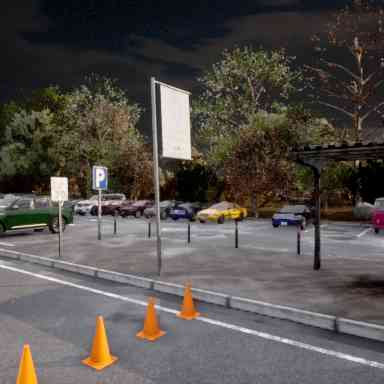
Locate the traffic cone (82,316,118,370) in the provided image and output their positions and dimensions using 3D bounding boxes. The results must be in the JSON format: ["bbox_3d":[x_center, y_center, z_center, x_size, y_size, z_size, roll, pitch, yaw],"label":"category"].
[{"bbox_3d":[-1.221,1.957,4.423,0.340,0.580,0.340,0,0,35],"label":"traffic cone"}]

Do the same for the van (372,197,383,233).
[{"bbox_3d":[11.583,1.264,19.053,1.878,1.987,4.442,0,0,35],"label":"van"}]

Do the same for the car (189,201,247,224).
[{"bbox_3d":[2.325,1.475,25.189,1.946,1.575,5.366,0,0,35],"label":"car"}]

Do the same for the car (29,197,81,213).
[{"bbox_3d":[-15.632,1.444,38.260,1.946,1.575,5.366,0,0,35],"label":"car"}]

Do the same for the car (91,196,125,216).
[{"bbox_3d":[-6.649,1.466,31.728,2.097,1.535,5.008,0,0,35],"label":"car"}]

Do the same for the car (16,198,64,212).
[{"bbox_3d":[-18.023,1.469,39.679,2.163,1.488,4.792,0,0,35],"label":"car"}]

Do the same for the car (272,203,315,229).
[{"bbox_3d":[6.958,1.513,22.125,2.163,1.488,4.792,0,0,35],"label":"car"}]

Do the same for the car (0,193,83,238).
[{"bbox_3d":[-8.934,1.221,17.307,2.435,2.045,5.566,0,0,35],"label":"car"}]

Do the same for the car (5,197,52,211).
[{"bbox_3d":[-20.267,1.452,41.326,2.163,1.488,4.792,0,0,35],"label":"car"}]

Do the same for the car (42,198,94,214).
[{"bbox_3d":[-13.469,1.455,36.508,2.097,1.535,5.008,0,0,35],"label":"car"}]

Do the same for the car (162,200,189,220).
[{"bbox_3d":[0.178,1.504,26.960,2.163,1.488,4.792,0,0,35],"label":"car"}]

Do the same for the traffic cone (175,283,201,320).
[{"bbox_3d":[-0.070,1.957,6.055,0.340,0.580,0.340,0,0,36],"label":"traffic cone"}]

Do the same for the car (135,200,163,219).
[{"bbox_3d":[-2.106,1.473,28.537,2.231,1.521,4.892,0,0,35],"label":"car"}]

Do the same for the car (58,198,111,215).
[{"bbox_3d":[-11.196,1.461,34.910,2.231,1.521,4.892,0,0,35],"label":"car"}]

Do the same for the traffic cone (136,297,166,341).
[{"bbox_3d":[-0.645,1.957,5.240,0.340,0.580,0.340,0,0,35],"label":"traffic cone"}]

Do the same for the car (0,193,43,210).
[{"bbox_3d":[-22.568,1.153,42.874,2.435,2.045,5.566,0,0,35],"label":"car"}]

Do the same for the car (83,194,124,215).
[{"bbox_3d":[-8.939,1.212,33.296,2.435,2.045,5.566,0,0,35],"label":"car"}]

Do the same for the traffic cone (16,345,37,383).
[{"bbox_3d":[-1.796,1.957,3.607,0.340,0.580,0.340,0,0,35],"label":"traffic cone"}]

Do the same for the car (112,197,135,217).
[{"bbox_3d":[-4.377,1.469,30.132,2.097,1.535,5.008,0,0,35],"label":"car"}]

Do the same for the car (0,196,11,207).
[{"bbox_3d":[-29.260,1.332,47.838,1.946,1.575,5.366,1,0,35],"label":"car"}]
